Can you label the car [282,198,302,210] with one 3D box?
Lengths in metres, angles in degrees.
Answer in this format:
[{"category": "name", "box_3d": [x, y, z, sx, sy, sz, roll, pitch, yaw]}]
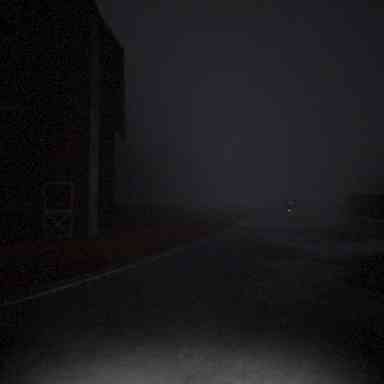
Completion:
[{"category": "car", "box_3d": [12.977, 1.487, 43.220, 2.128, 1.511, 4.902, 1, 1, 6]}]
